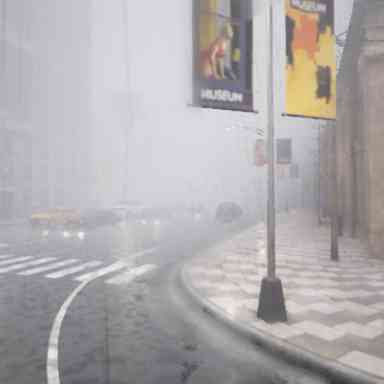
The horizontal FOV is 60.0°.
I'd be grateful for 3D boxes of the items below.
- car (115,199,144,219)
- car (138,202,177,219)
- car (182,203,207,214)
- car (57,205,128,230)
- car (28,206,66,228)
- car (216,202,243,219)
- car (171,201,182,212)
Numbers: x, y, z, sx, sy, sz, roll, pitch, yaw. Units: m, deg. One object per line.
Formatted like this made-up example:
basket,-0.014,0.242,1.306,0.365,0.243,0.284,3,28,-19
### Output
car,-7.008,1.829,36.656,2.150,2.045,5.566,-1,-1,19
car,-3.588,2.106,35.789,1.812,1.442,4.674,-1,-1,20
car,0.642,2.280,47.591,1.812,1.442,4.674,-1,0,20
car,-7.319,1.972,25.182,2.033,1.411,5.357,0,-1,19
car,-10.618,1.932,26.343,1.882,1.535,5.008,0,-1,19
car,4.146,1.906,36.392,2.097,1.767,4.553,0,-1,20
car,-2.622,2.137,48.856,2.097,1.767,4.553,-1,-1,20
